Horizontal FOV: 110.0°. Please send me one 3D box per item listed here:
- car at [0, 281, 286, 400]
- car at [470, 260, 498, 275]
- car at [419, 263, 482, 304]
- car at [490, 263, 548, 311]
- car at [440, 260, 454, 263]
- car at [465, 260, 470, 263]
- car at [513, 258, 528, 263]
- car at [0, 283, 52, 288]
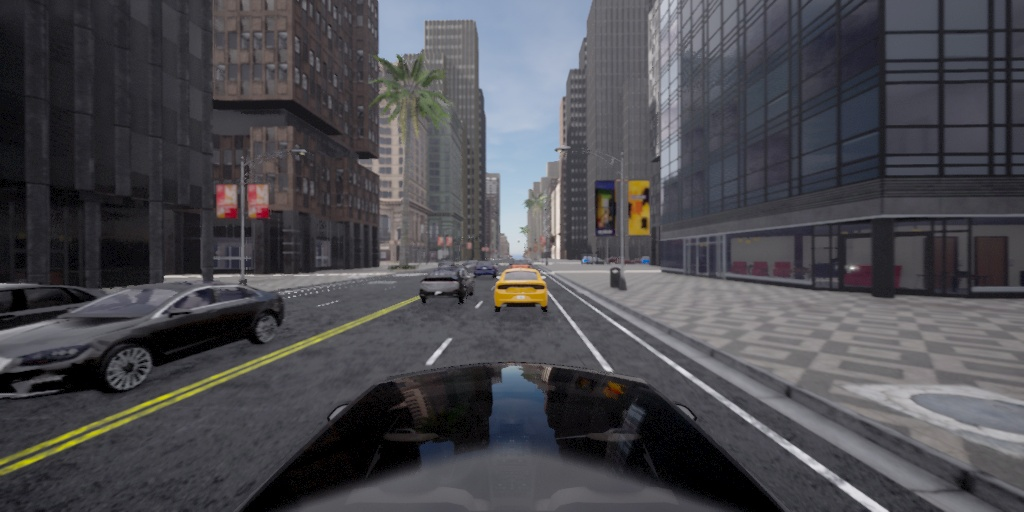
[{"bbox_3d":[-6.524,1.268,6.812,2.128,1.511,4.902,0,0,1],"label":"car"},{"bbox_3d":[-2.432,1.123,34.479,2.097,1.767,4.553,0,0,1],"label":"car"},{"bbox_3d":[-2.848,1.257,16.520,2.128,1.511,4.902,0,0,1],"label":"car"},{"bbox_3d":[0.367,1.230,14.496,1.882,1.535,5.008,0,0,2],"label":"car"},{"bbox_3d":[-8.795,1.294,48.284,2.128,1.511,4.902,0,0,1],"label":"car"},{"bbox_3d":[-5.541,1.281,48.299,2.128,1.511,4.902,0,0,2],"label":"car"},{"bbox_3d":[0.817,1.111,34.404,2.097,1.767,4.553,0,0,1],"label":"car"},{"bbox_3d":[-9.786,1.294,6.393,1.837,1.490,4.892,0,0,1],"label":"car"}]
